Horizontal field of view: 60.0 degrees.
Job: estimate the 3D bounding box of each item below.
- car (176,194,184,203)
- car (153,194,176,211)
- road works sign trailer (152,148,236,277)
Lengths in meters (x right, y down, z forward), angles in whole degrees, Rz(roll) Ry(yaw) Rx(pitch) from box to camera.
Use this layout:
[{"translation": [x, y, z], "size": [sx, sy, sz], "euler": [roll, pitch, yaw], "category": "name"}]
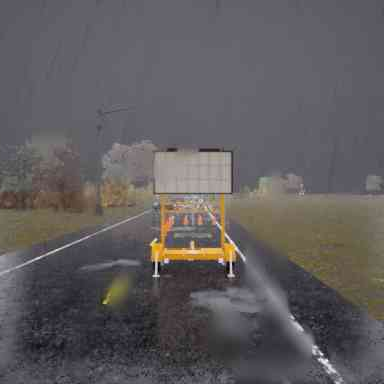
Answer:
[{"translation": [-2.936, 1.271, 73.061], "size": [2.150, 2.045, 5.566], "euler": [0, 0, 1], "category": "car"}, {"translation": [-3.418, 1.375, 40.346], "size": [2.097, 1.767, 4.553], "euler": [0, 0, 0], "category": "car"}, {"translation": [0.031, 0.468, 10.241], "size": [2.380, 3.560, 2.880], "euler": [0, 0, -1], "category": "road works sign trailer"}]
